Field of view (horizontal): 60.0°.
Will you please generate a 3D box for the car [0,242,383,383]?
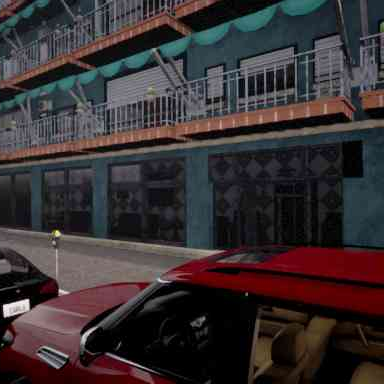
[{"bbox_3d":[0.608,1.315,2.303,5.009,1.841,2.192,0,-1,36],"label":"car"}]
